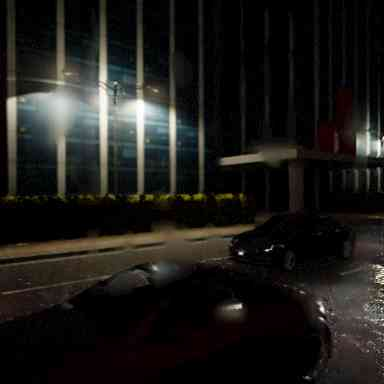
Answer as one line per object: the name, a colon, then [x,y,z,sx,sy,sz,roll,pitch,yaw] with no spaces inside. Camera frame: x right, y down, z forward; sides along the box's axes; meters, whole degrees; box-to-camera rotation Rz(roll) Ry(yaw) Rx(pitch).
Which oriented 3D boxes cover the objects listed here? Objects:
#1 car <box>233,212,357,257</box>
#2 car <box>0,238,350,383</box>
car: [3.344,1.445,10.638,4.892,1.490,1.837,0,0,-35]
car: [-0.311,1.552,3.747,4.181,1.385,1.994,0,0,-35]
